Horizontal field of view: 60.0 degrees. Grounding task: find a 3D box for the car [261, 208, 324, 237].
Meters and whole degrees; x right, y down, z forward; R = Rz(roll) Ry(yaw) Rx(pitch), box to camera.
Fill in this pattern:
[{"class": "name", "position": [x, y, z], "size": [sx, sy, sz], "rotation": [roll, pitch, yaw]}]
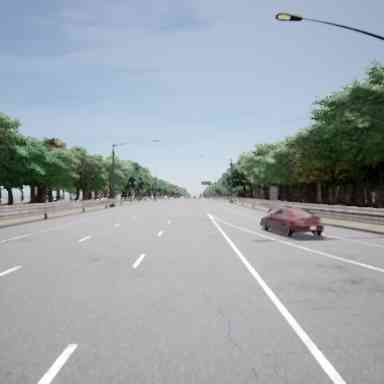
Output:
[{"class": "car", "position": [5.468, 1.594, 18.479], "size": [1.812, 1.442, 4.674], "rotation": [0, 0, -11]}]
